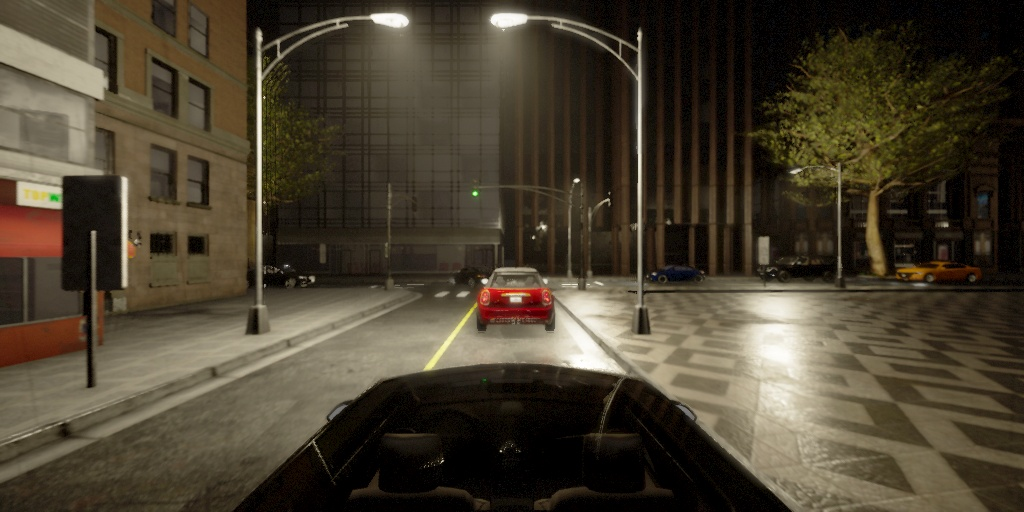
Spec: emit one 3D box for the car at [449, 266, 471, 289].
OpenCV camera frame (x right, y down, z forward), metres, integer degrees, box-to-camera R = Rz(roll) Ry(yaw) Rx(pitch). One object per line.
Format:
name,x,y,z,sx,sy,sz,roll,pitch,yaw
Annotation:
car,-2.483,1.352,23.671,1.812,1.442,4.674,1,0,-34

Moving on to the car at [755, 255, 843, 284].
car,21.615,0.977,27.073,5.566,2.045,2.150,0,0,0

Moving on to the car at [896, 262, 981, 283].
car,32.066,1.209,27.044,5.008,1.535,1.882,0,0,0

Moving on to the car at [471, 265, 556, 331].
car,0.100,1.136,11.208,2.097,1.767,4.553,0,0,0

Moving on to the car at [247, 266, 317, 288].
car,-15.754,1.386,23.975,4.902,1.511,2.128,0,0,0

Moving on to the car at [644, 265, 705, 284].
car,12.230,1.350,27.105,4.181,1.385,1.994,0,0,0
